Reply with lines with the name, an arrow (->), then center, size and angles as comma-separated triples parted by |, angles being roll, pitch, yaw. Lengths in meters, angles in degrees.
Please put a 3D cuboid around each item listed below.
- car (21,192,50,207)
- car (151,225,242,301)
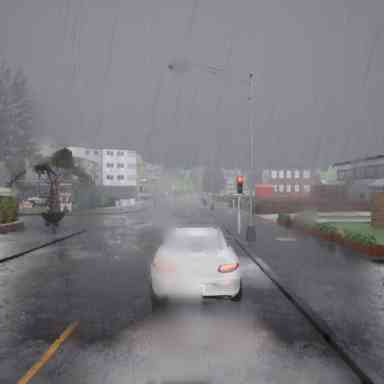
car -> -19.838, 0.986, 42.815 | 1.905, 1.878, 3.866 | 0, 0, 35
car -> 0.082, 1.526, 8.170 | 1.812, 1.442, 4.674 | 0, 0, 0
